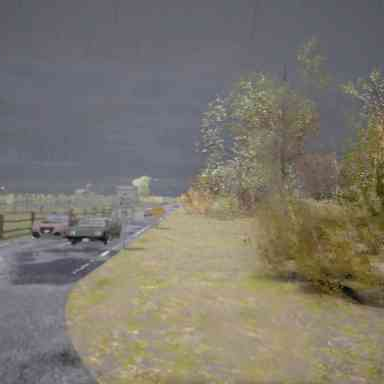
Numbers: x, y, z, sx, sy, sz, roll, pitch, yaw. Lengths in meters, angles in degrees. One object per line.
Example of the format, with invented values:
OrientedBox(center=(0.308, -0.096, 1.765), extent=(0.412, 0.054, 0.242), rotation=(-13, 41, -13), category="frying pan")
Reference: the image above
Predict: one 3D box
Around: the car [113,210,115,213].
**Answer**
OrientedBox(center=(-8.207, 2.538, 39.602), extent=(1.812, 1.442, 4.674), rotation=(1, -2, 0), category="car")

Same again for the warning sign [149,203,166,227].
OrientedBox(center=(-2.774, 1.863, 26.844), extent=(1.300, 1.860, 1.060), rotation=(1, -2, -1), category="warning sign")

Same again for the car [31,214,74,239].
OrientedBox(center=(-8.002, 2.033, 20.273), extent=(1.994, 1.385, 4.181), rotation=(1, -2, -1), category="car")

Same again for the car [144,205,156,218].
OrientedBox(center=(-5.396, 2.598, 46.348), extent=(2.097, 1.767, 4.553), rotation=(1, -2, 0), category="car")

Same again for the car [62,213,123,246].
OrientedBox(center=(-5.063, 2.057, 18.020), extent=(1.895, 1.301, 4.718), rotation=(1, -2, 0), category="car")
